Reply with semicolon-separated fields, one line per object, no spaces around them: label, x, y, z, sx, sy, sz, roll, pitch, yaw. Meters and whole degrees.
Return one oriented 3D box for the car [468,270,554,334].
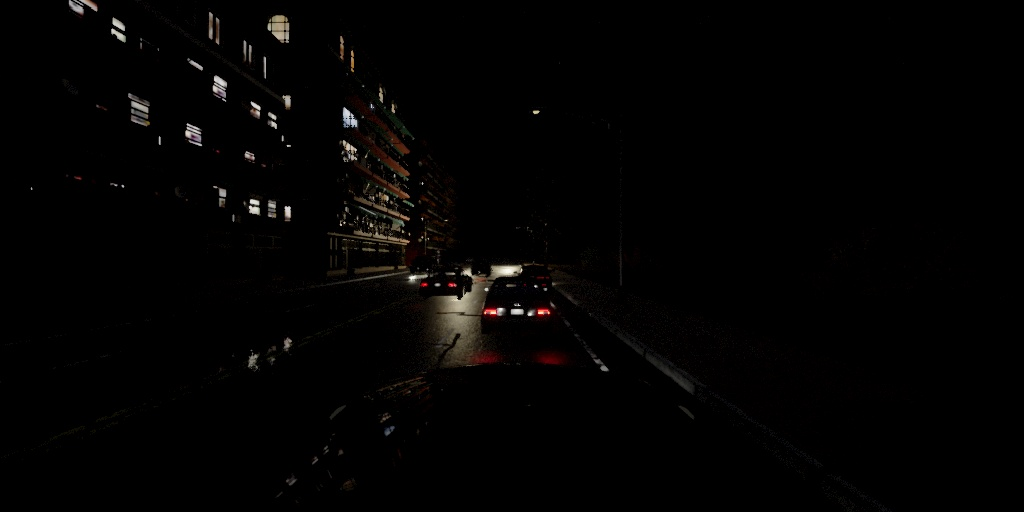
car;0.117;1.299;10.551;2.033;1.411;5.357;0;0;0

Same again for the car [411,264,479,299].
car;-3.131;1.299;17.907;2.033;1.411;5.357;0;0;1

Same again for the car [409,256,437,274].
car;-9.779;0.973;40.205;2.150;2.045;5.566;0;0;0

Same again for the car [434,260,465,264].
car;-6.535;1.352;37.752;1.895;1.301;4.718;0;0;0

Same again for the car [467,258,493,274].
car;-3.087;1.258;36.434;1.837;1.490;4.892;0;0;0

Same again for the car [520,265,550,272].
car;1.171;1.257;20.240;1.837;1.490;4.892;0;0;0
